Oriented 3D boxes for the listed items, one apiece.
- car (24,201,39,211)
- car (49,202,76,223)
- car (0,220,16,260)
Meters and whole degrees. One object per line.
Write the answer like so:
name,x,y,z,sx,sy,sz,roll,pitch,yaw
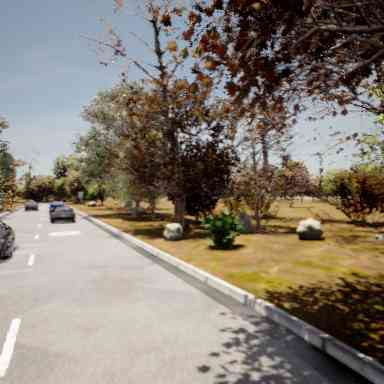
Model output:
car,-24.369,2.149,50.611,2.033,1.411,5.357,-1,0,-23
car,-11.315,1.884,29.091,1.994,1.385,4.181,-1,0,-23
car,-8.013,1.768,12.825,1.994,1.385,4.181,-1,0,-23
